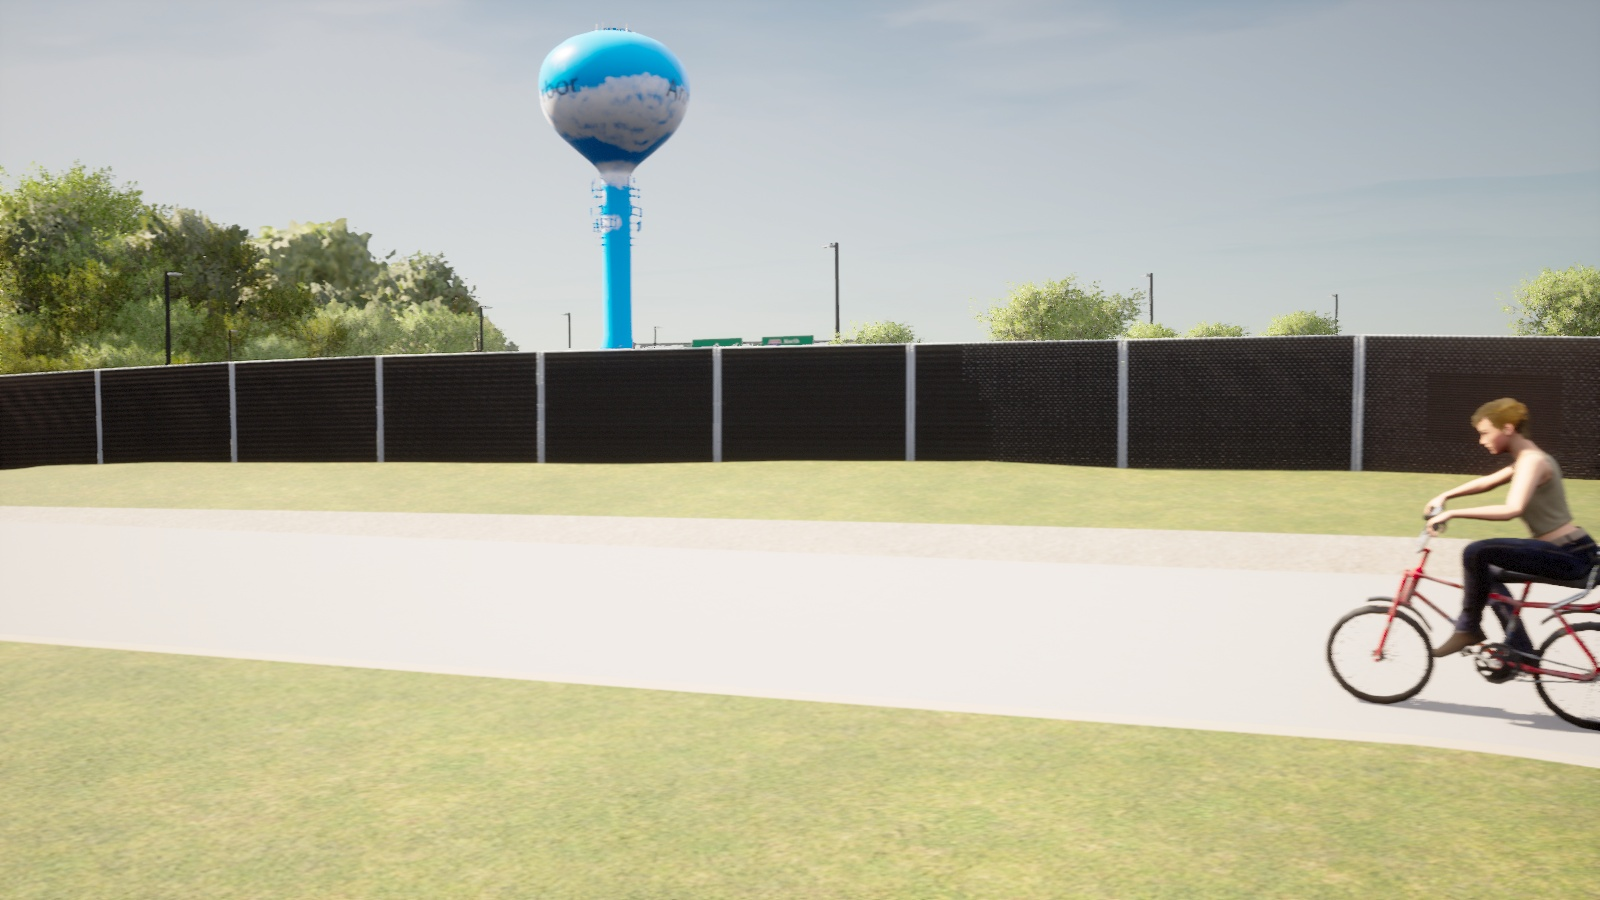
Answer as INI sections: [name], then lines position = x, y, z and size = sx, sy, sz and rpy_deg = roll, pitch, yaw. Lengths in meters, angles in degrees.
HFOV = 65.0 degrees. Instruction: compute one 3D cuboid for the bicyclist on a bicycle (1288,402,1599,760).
[bicyclist on a bicycle]
position = 3.372, 0.571, 6.366
size = 1.509, 1.612, 0.866
rpy_deg = 1, 4, 34
